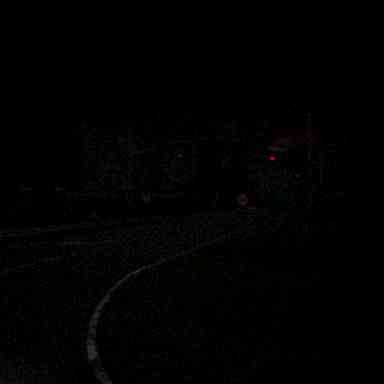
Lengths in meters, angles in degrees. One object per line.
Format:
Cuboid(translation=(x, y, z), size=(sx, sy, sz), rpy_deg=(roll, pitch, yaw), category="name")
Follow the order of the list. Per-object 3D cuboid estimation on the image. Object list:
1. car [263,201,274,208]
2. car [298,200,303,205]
Cuboid(translation=(15.422, 2.455, 64.536), size=(1.994, 1.385, 4.181), rpy_deg=(-1, 0, 43), category="car")
Cuboid(translation=(26.093, 2.537, 81.674), size=(1.994, 1.385, 4.181), rpy_deg=(0, -1, 22), category="car")
